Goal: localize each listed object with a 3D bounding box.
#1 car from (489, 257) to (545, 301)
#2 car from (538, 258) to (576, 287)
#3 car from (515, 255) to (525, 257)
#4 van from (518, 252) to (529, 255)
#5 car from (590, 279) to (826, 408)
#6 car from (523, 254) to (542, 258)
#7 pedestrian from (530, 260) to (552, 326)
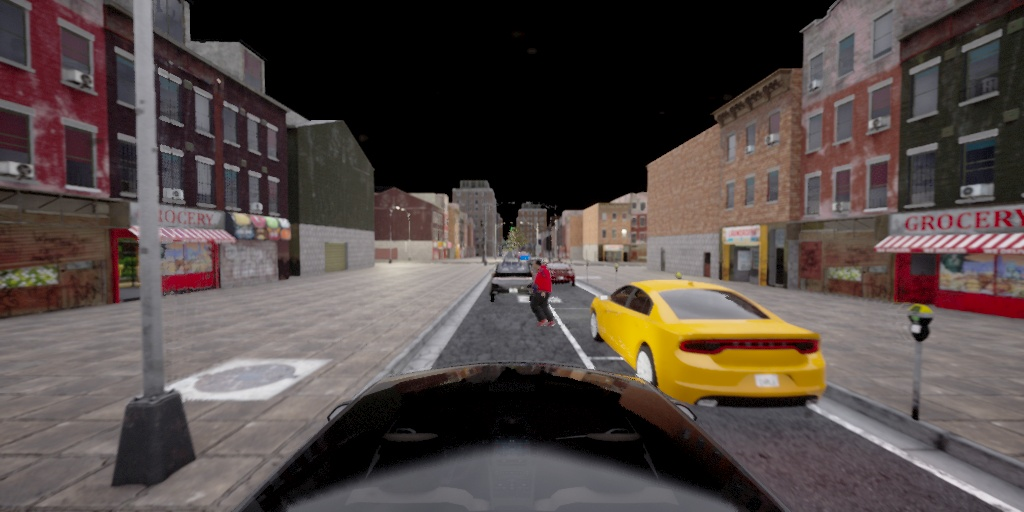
[{"bbox_3d":[0.041,0.995,15.403,2.128,1.511,4.902,0,1,0],"label":"car"},{"bbox_3d":[2.553,0.957,20.811,1.888,1.381,4.507,0,0,0],"label":"car"},{"bbox_3d":[-0.040,0.819,33.220,1.895,1.301,4.718,0,1,0],"label":"car"},{"bbox_3d":[2.355,0.161,64.637,1.690,1.789,3.998,0,0,0],"label":"van"},{"bbox_3d":[2.731,1.143,6.330,1.882,1.535,5.008,0,1,0],"label":"car"},{"bbox_3d":[2.476,0.704,37.684,2.007,1.370,4.403,0,0,0],"label":"car"},{"bbox_3d":[0.749,0.904,9.312,0.375,1.860,0.375,-1,2,0],"label":"pedestrian"}]
